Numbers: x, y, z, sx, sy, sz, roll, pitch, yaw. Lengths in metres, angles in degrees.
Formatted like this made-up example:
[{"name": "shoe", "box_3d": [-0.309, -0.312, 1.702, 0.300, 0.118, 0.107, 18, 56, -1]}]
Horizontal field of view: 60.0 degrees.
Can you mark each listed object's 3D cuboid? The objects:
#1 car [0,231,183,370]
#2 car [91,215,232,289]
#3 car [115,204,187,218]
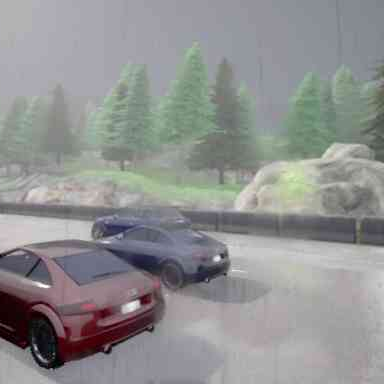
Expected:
[{"name": "car", "box_3d": [-2.469, 1.541, 5.746, 4.181, 1.385, 1.994, 0, 0, 36]}, {"name": "car", "box_3d": [-1.042, 1.538, 9.030, 4.181, 1.385, 1.994, 0, 0, 36]}, {"name": "car", "box_3d": [-2.216, 1.310, 14.174, 4.553, 1.767, 2.097, 0, 0, 36]}]
